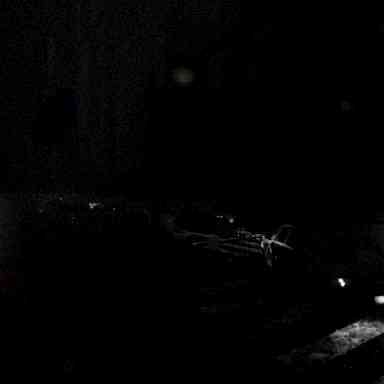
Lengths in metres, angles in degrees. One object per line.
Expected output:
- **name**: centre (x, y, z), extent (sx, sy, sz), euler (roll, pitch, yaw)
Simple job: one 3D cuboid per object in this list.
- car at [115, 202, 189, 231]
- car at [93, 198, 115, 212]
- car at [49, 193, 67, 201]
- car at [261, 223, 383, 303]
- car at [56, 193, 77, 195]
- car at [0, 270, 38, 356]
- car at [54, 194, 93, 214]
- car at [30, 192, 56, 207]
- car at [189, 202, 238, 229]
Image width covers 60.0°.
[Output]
- **car**: centre (-2.625, 1.421, 20.532), extent (2.128, 1.511, 4.902), euler (-1, 1, -36)
- **car**: centre (-9.281, 1.301, 35.357), extent (2.033, 1.411, 5.357), euler (-1, 1, -35)
- **car**: centre (-26.123, 0.988, 64.677), extent (2.033, 1.411, 5.357), euler (-1, 1, -36)
- **car**: centre (3.264, 1.548, 8.610), extent (2.033, 1.411, 5.357), euler (0, 0, -3)
- **car**: centre (-19.027, 0.970, 49.055), extent (2.097, 1.767, 4.553), euler (-1, 1, -35)
- **car**: centre (-4.186, 1.545, 3.665), extent (4.507, 1.381, 1.887), euler (0, -1, -36)
- **car**: centre (-12.059, 1.277, 33.661), extent (1.882, 1.535, 5.008), euler (-1, 1, -36)
- **car**: centre (-20.768, 1.172, 45.889), extent (2.128, 1.511, 4.902), euler (-1, 1, -35)
- **car**: centre (0.853, 1.386, 21.261), extent (2.128, 1.511, 4.902), euler (-1, 1, -36)
